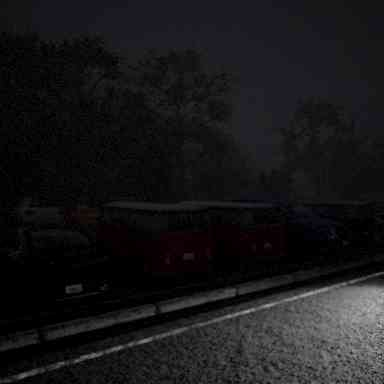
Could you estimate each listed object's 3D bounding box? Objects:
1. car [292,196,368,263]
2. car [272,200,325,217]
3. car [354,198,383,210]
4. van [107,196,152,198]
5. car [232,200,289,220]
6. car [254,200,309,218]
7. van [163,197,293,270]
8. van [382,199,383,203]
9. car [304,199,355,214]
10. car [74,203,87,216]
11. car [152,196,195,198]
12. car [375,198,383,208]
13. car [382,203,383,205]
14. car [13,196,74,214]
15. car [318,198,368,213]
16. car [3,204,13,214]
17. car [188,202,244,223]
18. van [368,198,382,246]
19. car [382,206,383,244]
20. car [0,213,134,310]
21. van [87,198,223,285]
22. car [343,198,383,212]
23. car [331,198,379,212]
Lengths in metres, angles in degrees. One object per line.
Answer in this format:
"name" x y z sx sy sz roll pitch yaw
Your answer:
"car" 3.299 1.298 12.893 2.435 2.045 5.566 0 0 -36
"car" 10.994 1.601 34.539 2.231 1.521 4.892 0 0 -36
"car" 24.629 1.574 44.101 1.946 1.575 5.366 0 0 -36
"van" -4.870 1.322 23.308 1.878 1.987 4.442 0 0 -36
"car" 6.370 1.597 31.456 1.946 1.575 5.366 0 0 -36
"car" 8.737 1.601 32.921 2.097 1.535 5.008 0 0 -36
"van" 0.937 1.305 11.375 1.878 1.987 4.442 0 0 -36
"van" 14.607 1.373 21.184 1.878 1.987 4.442 0 0 -36
"car" 15.497 1.592 37.784 2.097 1.535 5.008 0 0 -36
"car" -7.165 1.526 21.746 1.946 1.575 5.366 0 0 -36
"car" -2.562 1.314 24.855 2.435 2.045 5.566 0 0 -36
"car" 29.048 1.599 47.466 2.163 1.488 4.792 0 0 -36
"car" 12.380 1.627 19.479 2.163 1.488 4.792 0 0 -36
"car" -9.328 1.260 20.001 2.435 2.045 5.566 0 0 -36
"car" 17.753 1.589 39.403 2.097 1.535 5.008 0 0 -36
"car" -11.551 1.523 18.335 2.163 1.488 4.792 0 0 -36
"car" 1.947 1.619 28.091 2.163 1.488 4.792 0 0 -36
"van" 5.490 1.341 14.643 1.878 1.987 4.442 0 0 -36
"car" 7.835 1.579 16.189 2.231 1.521 4.892 0 0 -36
"car" -3.548 1.495 8.006 2.231 1.521 4.892 0 0 -36
"van" -1.341 1.287 9.741 1.878 1.987 4.442 0 0 -36
"car" 22.249 1.611 42.658 2.163 1.488 4.792 0 0 -36
"car" 20.007 1.586 41.022 2.231 1.521 4.892 0 0 -36
